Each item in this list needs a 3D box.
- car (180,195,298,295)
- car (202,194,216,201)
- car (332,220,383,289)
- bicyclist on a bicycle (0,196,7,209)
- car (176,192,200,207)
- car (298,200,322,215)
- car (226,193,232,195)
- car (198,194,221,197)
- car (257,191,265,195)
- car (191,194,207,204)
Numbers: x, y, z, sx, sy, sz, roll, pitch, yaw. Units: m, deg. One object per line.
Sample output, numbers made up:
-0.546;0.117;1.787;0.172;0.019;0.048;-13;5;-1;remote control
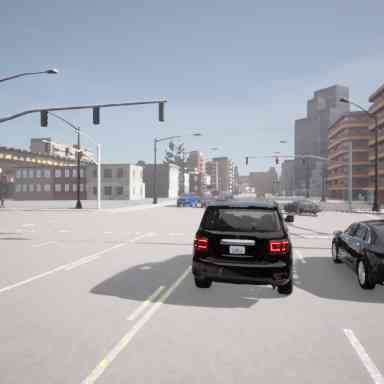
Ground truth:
1.558;1.221;9.073;2.150;2.045;5.566;0;0;15;car
3.456;1.075;68.235;2.033;1.411;5.357;0;1;12;car
5.118;1.505;8.945;1.837;1.490;4.892;0;0;11;car
-23.742;1.303;41.537;0.582;1.620;1.656;0;0;10;bicyclist on a bicycle
-0.639;1.079;48.503;2.150;2.045;5.566;0;1;12;car
10.876;1.504;33.230;2.033;1.411;5.357;0;0;-9;car
6.184;1.091;64.268;1.837;1.490;4.892;0;1;12;car
2.436;1.381;46.090;1.837;1.490;4.892;0;1;12;car
17.620;0.559;85.140;2.097;1.767;4.553;0;1;11;car
1.295;1.217;57.975;1.837;1.490;4.892;0;1;11;car
